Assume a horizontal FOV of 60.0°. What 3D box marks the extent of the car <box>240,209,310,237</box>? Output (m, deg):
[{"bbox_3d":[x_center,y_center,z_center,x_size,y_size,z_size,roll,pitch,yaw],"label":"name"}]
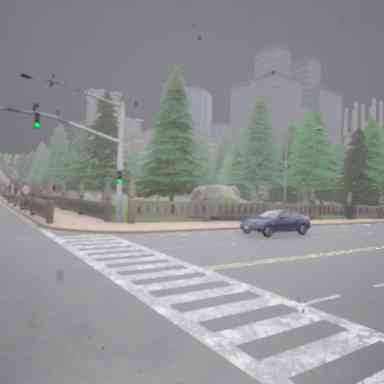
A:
[{"bbox_3d":[4.895,1.716,19.235,4.674,1.442,1.812,2,0,-33],"label":"car"}]
